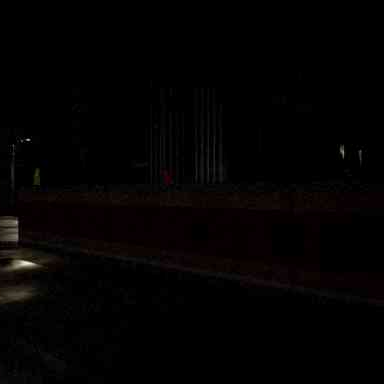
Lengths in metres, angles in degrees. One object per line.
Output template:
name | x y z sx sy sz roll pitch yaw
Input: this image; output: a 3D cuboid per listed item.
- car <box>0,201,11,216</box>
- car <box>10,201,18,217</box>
car | -16.455 1.547 29.138 2.128 1.511 4.902 0 0 37
car | -12.297 1.603 28.858 2.033 1.411 5.357 0 0 37
